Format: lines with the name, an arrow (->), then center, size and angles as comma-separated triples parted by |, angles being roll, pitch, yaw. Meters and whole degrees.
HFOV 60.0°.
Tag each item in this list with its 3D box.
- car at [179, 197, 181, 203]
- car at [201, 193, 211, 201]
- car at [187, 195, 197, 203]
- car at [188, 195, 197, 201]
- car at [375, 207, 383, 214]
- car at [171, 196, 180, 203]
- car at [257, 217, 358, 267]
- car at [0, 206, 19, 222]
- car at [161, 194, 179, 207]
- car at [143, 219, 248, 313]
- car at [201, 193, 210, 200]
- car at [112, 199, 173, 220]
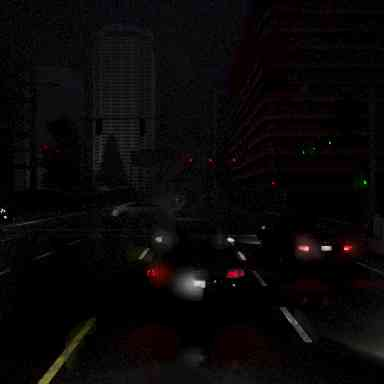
car -> -3.532, 1.352, 60.629 | 2.097, 1.767, 4.553 | 0, 0, 0
car -> 3.551, 1.493, 80.538 | 1.837, 1.490, 4.892 | 0, 0, 0
car -> 0.072, 1.501, 71.051 | 1.837, 1.490, 4.892 | 0, 0, 0
car -> 0.052, 1.534, 81.396 | 2.033, 1.411, 5.357 | 0, 0, 0
car -> 18.537, 1.545, 28.751 | 4.718, 1.301, 1.895 | 0, 0, -12
car -> -3.455, 1.524, 70.608 | 1.812, 1.442, 4.674 | 0, 0, 0
car -> 3.596, 1.547, 11.377 | 2.033, 1.411, 5.357 | 0, 0, 0
car -> -14.861, 1.296, 23.662 | 4.553, 1.767, 2.097 | 0, 0, 0
car -> -3.563, 1.491, 50.704 | 2.128, 1.511, 4.902 | 0, 0, 0
car -> 0.074, 1.564, 7.757 | 1.994, 1.385, 4.181 | 0, 0, 0
car -> 3.557, 1.207, 90.422 | 2.150, 2.045, 5.566 | 0, 0, 0
car -> -4.114, 1.514, 27.237 | 4.674, 1.442, 1.812 | 0, 0, 0
